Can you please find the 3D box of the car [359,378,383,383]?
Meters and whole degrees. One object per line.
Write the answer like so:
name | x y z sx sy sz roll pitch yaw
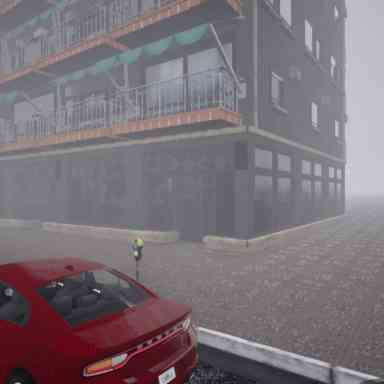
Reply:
car | 2.551 1.566 1.059 4.313 1.339 1.947 0 0 35

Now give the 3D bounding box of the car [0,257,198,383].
car | -2.042 1.545 4.326 4.507 1.381 1.887 0 0 35
